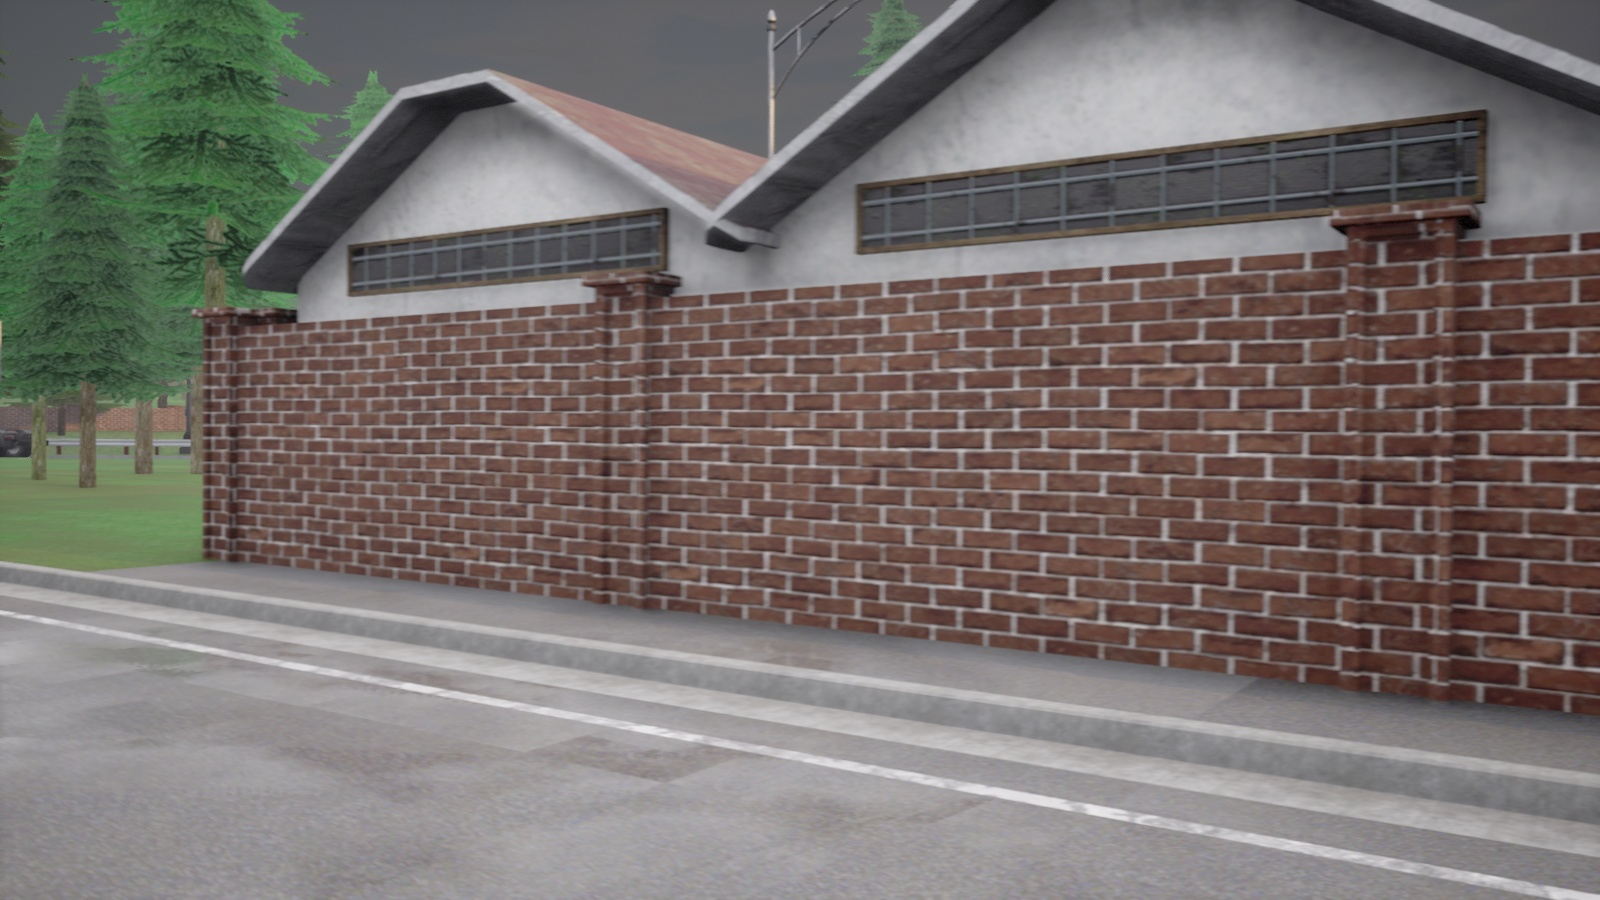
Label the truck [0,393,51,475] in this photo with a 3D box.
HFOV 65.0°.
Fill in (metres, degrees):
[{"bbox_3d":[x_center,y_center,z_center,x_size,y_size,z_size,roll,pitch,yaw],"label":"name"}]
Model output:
[{"bbox_3d":[-37.370,-0.654,54.390,7.936,3.462,2.891,-1,1,-5],"label":"truck"}]
